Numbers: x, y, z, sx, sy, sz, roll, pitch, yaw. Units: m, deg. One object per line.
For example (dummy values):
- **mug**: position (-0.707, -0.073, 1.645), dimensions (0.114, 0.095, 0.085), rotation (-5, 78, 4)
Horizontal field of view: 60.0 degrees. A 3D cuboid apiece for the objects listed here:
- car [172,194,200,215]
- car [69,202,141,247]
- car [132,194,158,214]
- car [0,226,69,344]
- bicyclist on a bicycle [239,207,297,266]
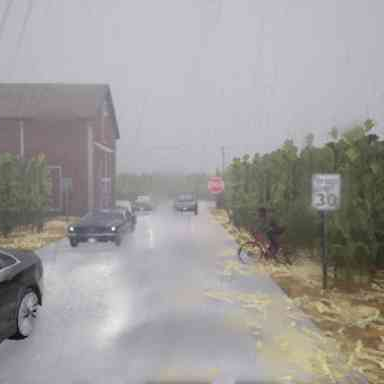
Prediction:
- **car**: position (-0.456, 0.910, 25.847), dimensions (2.128, 1.511, 4.902), rotation (0, 2, 1)
- **car**: position (-3.507, 1.323, 13.714), dimensions (1.895, 1.301, 4.718), rotation (0, 1, -1)
- **car**: position (-3.763, 0.921, 27.039), dimensions (1.812, 1.442, 4.674), rotation (0, 2, -1)
- **car**: position (-3.252, 1.410, 3.451), dimensions (2.128, 1.511, 4.902), rotation (0, 1, -1)
- **bicyclist on a bicycle**: position (2.098, 1.246, 9.190), dimensions (1.656, 1.620, 0.582), rotation (-1, 1, -1)
